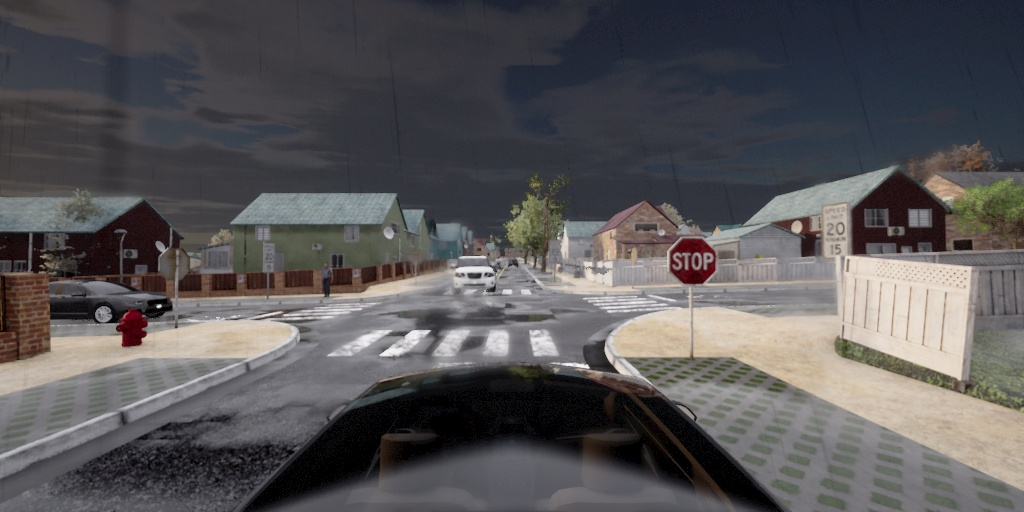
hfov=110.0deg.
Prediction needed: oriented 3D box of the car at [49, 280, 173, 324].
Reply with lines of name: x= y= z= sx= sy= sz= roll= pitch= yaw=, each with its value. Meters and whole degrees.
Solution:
car: x=-14.995 y=1.611 z=12.763 sx=4.892 sy=1.490 sz=1.837 roll=-2 pitch=-1 yaw=0

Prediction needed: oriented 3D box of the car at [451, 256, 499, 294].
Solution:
car: x=-2.281 y=0.996 z=20.930 sx=2.150 sy=2.045 sz=5.566 roll=-1 pitch=0 yaw=-8

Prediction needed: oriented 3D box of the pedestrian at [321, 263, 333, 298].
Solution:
pedestrian: x=-9.648 y=1.228 z=18.647 sx=0.375 sy=1.860 sz=0.375 roll=0 pitch=0 yaw=0

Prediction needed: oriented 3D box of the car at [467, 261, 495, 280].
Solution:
car: x=-2.767 y=1.275 z=32.885 sx=2.128 sy=1.511 sz=4.902 roll=0 pitch=0 yaw=0
